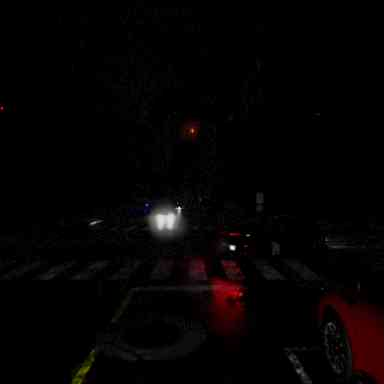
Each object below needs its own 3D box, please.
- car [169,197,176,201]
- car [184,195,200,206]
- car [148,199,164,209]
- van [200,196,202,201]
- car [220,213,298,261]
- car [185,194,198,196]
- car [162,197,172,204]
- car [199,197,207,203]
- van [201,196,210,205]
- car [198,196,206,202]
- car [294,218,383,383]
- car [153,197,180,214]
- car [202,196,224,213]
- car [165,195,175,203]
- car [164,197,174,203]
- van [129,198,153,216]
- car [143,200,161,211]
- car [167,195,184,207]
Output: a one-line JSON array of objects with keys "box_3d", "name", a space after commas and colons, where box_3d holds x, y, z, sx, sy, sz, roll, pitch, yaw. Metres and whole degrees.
[{"box_3d": [-5.390, 1.960, 93.807, 1.802, 1.307, 4.206, 0, 0, 0], "name": "car"}, {"box_3d": [0.055, 1.790, 59.600, 2.033, 1.411, 5.357, 0, 0, 0], "name": "car"}, {"box_3d": [-5.402, 1.751, 50.558, 1.887, 1.381, 4.507, 0, 0, 0], "name": "car"}, {"box_3d": [2.691, 1.569, 55.966, 1.690, 1.788, 3.998, 0, 0, 0], "name": "van"}, {"box_3d": [3.148, 1.547, 12.564, 4.892, 1.490, 1.837, -1, -3, -42], "name": "car"}, {"box_3d": [0.002, 1.640, 69.550, 2.128, 1.511, 4.902, 0, 0, 0], "name": "car"}, {"box_3d": [-5.396, 1.843, 72.183, 2.008, 1.369, 4.403, 0, 0, 0], "name": "car"}, {"box_3d": [2.667, 1.861, 83.166, 1.752, 1.417, 4.829, 0, 0, 0], "name": "car"}, {"box_3d": [2.681, 1.612, 66.779, 1.690, 1.788, 3.998, 0, 0, 0], "name": "van"}, {"box_3d": [2.662, 1.797, 88.402, 1.967, 1.590, 4.097, 0, 0, 0], "name": "car"}, {"box_3d": [2.637, 1.325, 2.377, 2.192, 1.841, 5.009, 0, 0, 0], "name": "car"}, {"box_3d": [-2.844, 1.645, 37.459, 2.128, 1.511, 4.902, 0, 0, 0], "name": "car"}, {"box_3d": [2.706, 1.478, 39.747, 2.192, 1.841, 5.009, 0, 0, 0], "name": "car"}, {"box_3d": [-5.393, 1.650, 82.996, 2.192, 1.841, 5.009, 0, 0, 0], "name": "car"}, {"box_3d": [-5.395, 1.880, 77.589, 1.947, 1.339, 4.313, 0, 0, 0], "name": "car"}, {"box_3d": [-5.407, 1.482, 34.340, 1.690, 1.788, 3.998, 0, 0, 0], "name": "van"}, {"box_3d": [-5.404, 1.750, 45.151, 1.947, 1.339, 4.313, 0, 0, 0], "name": "car"}, {"box_3d": [-2.811, 1.730, 54.879, 1.837, 1.490, 4.892, 0, -1, 0], "name": "car"}]
